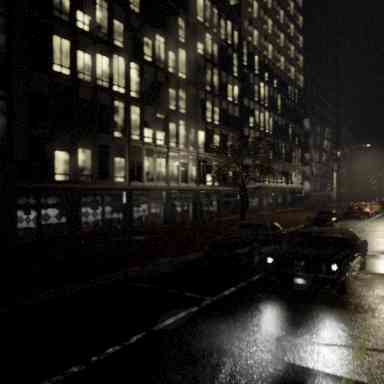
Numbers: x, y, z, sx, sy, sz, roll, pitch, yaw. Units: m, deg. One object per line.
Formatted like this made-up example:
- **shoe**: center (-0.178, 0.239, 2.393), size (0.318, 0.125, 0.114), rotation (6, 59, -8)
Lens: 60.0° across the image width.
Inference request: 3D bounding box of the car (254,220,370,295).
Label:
- **car**: center (3.656, 1.715, 9.308), size (1.895, 1.301, 4.718), rotation (-1, -1, 34)

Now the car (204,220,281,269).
- **car**: center (2.057, 1.705, 11.758), size (2.008, 1.369, 4.403), rotation (-1, -1, 34)

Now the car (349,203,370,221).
- **car**: center (14.840, 1.933, 30.556), size (1.802, 1.307, 4.206), rotation (-1, -1, 34)

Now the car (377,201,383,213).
- **car**: center (24.332, 2.022, 44.517), size (1.752, 1.417, 4.829), rotation (-1, -1, 34)

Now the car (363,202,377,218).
- **car**: center (18.034, 1.841, 35.259), size (1.967, 1.590, 4.097), rotation (-1, -1, 34)

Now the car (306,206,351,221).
- **car**: center (8.449, 1.803, 21.157), size (2.008, 1.369, 4.403), rotation (-1, -1, 34)
